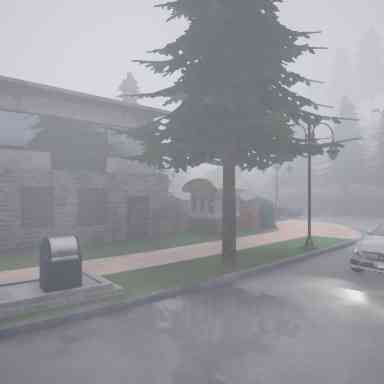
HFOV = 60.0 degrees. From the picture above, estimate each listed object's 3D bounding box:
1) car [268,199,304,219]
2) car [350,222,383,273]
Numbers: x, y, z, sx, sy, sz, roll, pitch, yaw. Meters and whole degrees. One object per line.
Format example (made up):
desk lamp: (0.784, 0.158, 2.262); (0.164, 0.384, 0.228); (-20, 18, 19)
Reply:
car: (6.692, 1.347, 27.349); (4.892, 1.490, 1.837); (0, 0, 43)
car: (6.315, 1.526, 9.709); (4.674, 1.442, 1.812); (0, 0, -43)
